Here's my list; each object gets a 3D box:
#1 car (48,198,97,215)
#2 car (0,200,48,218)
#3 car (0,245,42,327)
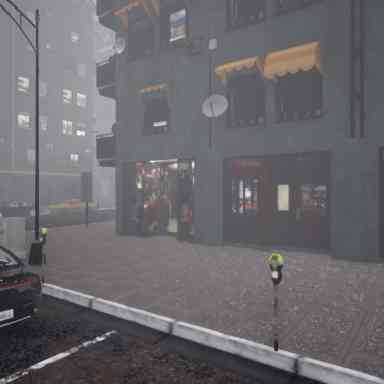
[{"bbox_3d":[-10.992,1.250,30.489,1.752,1.417,4.829,1,1,35],"label":"car"},{"bbox_3d":[-14.076,1.350,26.060,2.008,1.369,4.403,1,1,35],"label":"car"},{"bbox_3d":[-4.487,1.551,6.062,4.403,1.369,2.008,0,0,35],"label":"car"}]
